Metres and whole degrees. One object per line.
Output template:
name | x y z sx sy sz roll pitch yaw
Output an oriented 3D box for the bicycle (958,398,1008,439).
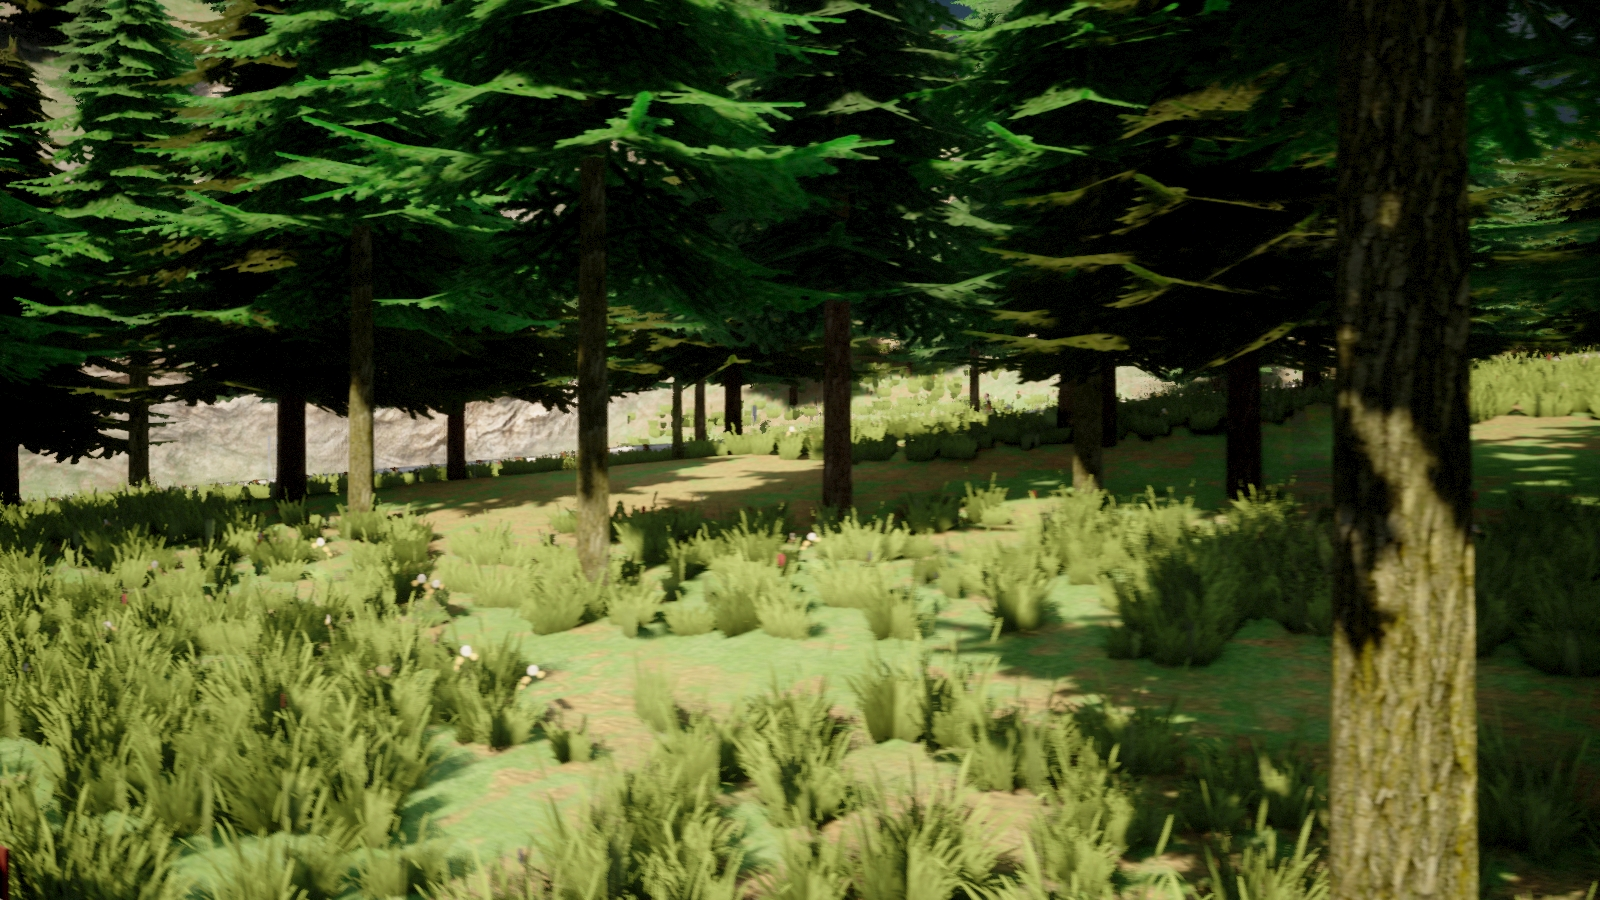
bicycle | 7.225 -1.227 45.131 1.835 1.471 0.329 -5 -1 24
